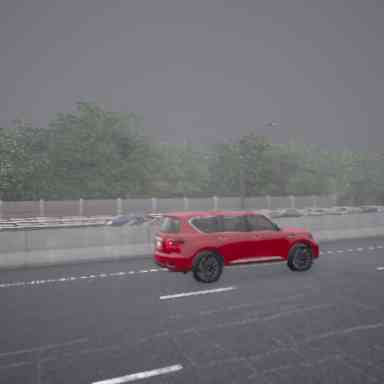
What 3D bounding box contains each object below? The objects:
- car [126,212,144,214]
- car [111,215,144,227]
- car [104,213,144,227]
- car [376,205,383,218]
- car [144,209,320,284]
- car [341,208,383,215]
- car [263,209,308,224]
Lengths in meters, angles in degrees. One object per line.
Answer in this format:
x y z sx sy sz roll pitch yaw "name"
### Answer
-5.785 2.723 30.771 4.553 1.767 2.097 -1 -2 -21 "car"
-2.221 2.366 20.906 5.008 1.535 1.882 -1 -2 -21 "car"
-3.690 2.558 24.081 4.892 1.490 1.837 -1 -2 -21 "car"
26.746 2.486 43.575 5.008 1.535 1.882 -1 -2 -22 "car"
1.500 1.621 11.014 5.566 2.045 2.150 -1 -2 -22 "car"
16.318 2.299 31.966 4.892 1.490 1.837 0 -3 -21 "car"
10.493 2.685 37.195 4.674 1.442 1.812 -1 -2 -21 "car"
